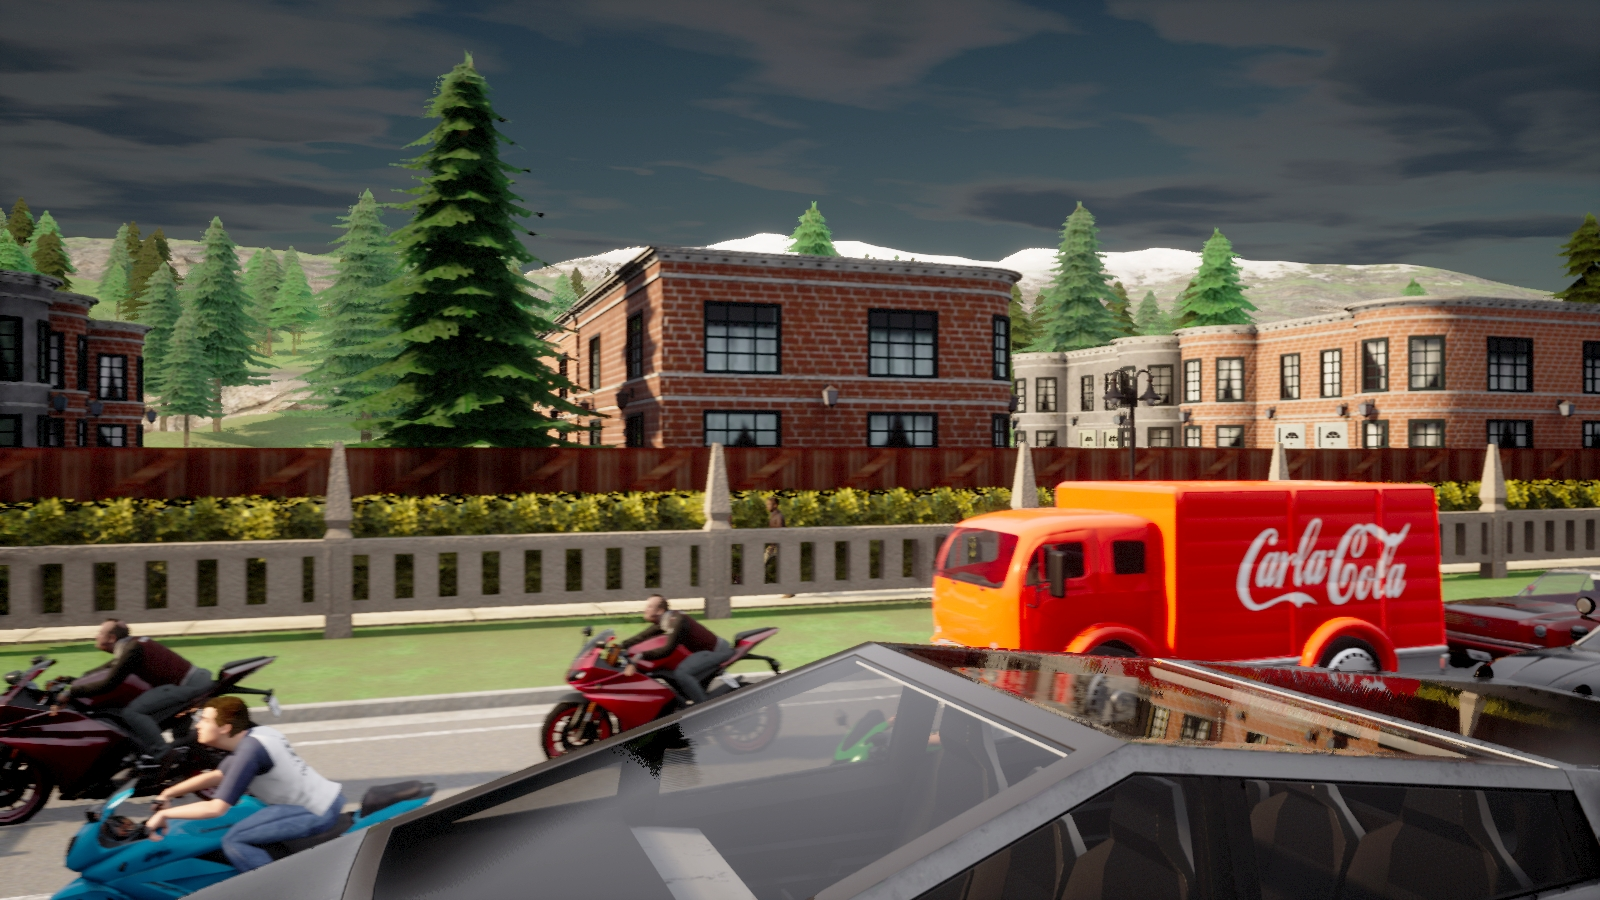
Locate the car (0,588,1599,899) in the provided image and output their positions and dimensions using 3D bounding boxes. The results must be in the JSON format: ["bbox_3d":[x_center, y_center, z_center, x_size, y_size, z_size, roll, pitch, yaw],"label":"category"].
[{"bbox_3d":[0.949,1.754,3.644,6.274,2.098,2.390,0,0,-20],"label":"car"}]

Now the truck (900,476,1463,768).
[{"bbox_3d":[3.993,1.566,12.204,5.204,2.467,2.627,0,0,-20],"label":"truck"}]

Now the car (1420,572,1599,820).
[{"bbox_3d":[8.321,1.982,10.051,5.238,1.638,2.097,0,0,-20],"label":"car"}]

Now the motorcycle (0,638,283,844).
[{"bbox_3d":[-5.249,2.205,8.838,2.209,1.251,0.867,0,0,-20],"label":"motorcycle"}]

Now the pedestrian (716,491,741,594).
[{"bbox_3d":[-1.319,1.698,21.162,0.375,1.860,0.375,0,0,-20],"label":"pedestrian"}]

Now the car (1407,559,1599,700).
[{"bbox_3d":[10.292,2.155,14.493,4.718,1.301,1.895,0,0,-20],"label":"car"}]

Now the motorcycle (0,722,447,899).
[{"bbox_3d":[-2.927,2.187,5.960,2.033,1.199,0.803,0,0,-20],"label":"motorcycle"}]

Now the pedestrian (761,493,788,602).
[{"bbox_3d":[-0.440,1.697,19.990,0.375,1.860,0.375,0,0,-19],"label":"pedestrian"}]

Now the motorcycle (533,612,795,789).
[{"bbox_3d":[-1.235,2.205,10.323,2.209,1.251,0.867,0,0,-20],"label":"motorcycle"}]
